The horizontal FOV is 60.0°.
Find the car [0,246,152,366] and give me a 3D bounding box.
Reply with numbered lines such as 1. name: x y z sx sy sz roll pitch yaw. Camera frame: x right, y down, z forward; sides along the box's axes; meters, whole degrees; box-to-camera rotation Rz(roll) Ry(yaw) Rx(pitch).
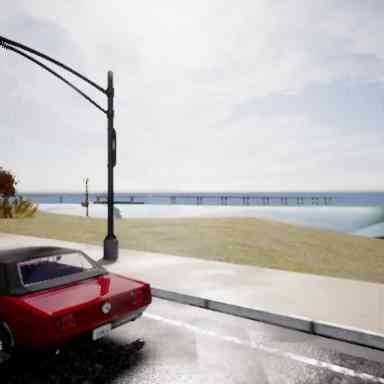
1. car: -3.037 1.640 5.855 4.718 1.301 1.895 0 0 36
